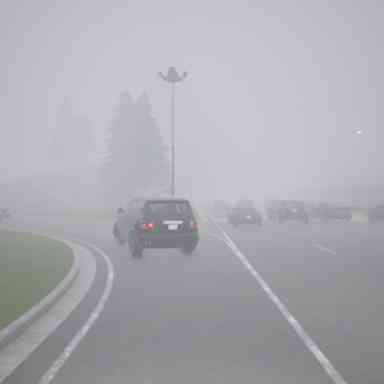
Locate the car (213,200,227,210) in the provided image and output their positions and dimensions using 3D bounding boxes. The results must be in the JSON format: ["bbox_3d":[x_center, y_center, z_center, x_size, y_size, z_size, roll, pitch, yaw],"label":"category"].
[{"bbox_3d":[3.610,1.602,41.519,1.895,1.301,4.718,0,0,0],"label":"car"}]

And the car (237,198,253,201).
[{"bbox_3d":[7.111,1.479,44.618,1.882,1.535,5.008,0,0,0],"label":"car"}]

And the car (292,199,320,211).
[{"bbox_3d":[14.110,1.602,41.519,1.895,1.301,4.718,0,0,0],"label":"car"}]

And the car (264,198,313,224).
[{"bbox_3d":[7.106,1.352,25.119,2.097,1.767,4.553,0,0,0],"label":"car"}]

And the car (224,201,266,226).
[{"bbox_3d":[3.606,1.565,23.365,1.994,1.385,4.181,0,0,0],"label":"car"}]

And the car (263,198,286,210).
[{"bbox_3d":[10.611,1.506,43.106,1.837,1.490,4.892,0,0,0],"label":"car"}]

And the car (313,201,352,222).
[{"bbox_3d":[10.606,1.492,25.905,2.128,1.511,4.902,0,0,0],"label":"car"}]

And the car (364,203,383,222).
[{"bbox_3d":[14.106,1.506,23.492,1.837,1.490,4.892,0,0,0],"label":"car"}]

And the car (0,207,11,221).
[{"bbox_3d":[-16.400,1.548,25.400,5.357,1.411,2.033,0,0,21],"label":"car"}]

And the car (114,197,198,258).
[{"bbox_3d":[-1.595,1.221,13.091,2.150,2.045,5.566,1,0,-21],"label":"car"}]

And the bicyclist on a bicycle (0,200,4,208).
[{"bbox_3d":[-19.780,1.302,33.914,0.582,1.620,1.656,0,0,8],"label":"bicyclist on a bicycle"}]
